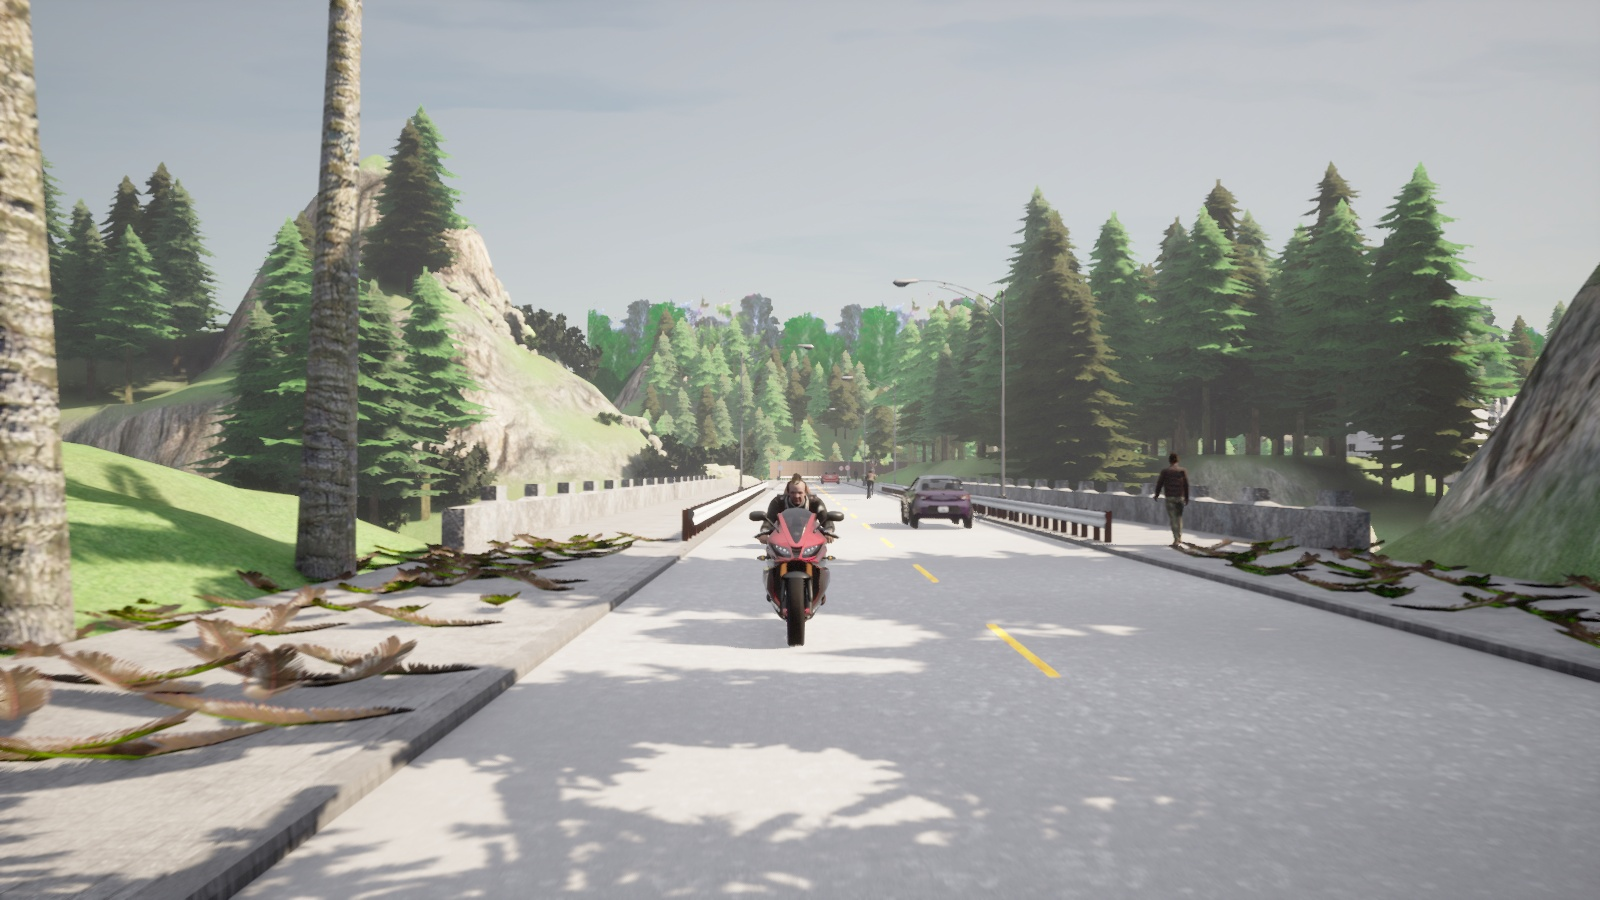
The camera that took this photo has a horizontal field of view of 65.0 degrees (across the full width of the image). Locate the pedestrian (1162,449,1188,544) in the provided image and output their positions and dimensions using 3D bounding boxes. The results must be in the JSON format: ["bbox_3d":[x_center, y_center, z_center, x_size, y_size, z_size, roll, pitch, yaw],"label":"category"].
[{"bbox_3d":[7.413,0.908,24.843,0.431,1.840,0.703,0,-1,13],"label":"pedestrian"}]

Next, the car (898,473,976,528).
[{"bbox_3d":[3.922,1.425,36.585,1.816,1.474,4.193,0,-1,0],"label":"car"}]

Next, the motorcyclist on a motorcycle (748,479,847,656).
[{"bbox_3d":[-0.025,1.052,12.069,0.866,1.530,2.191,0,-1,0],"label":"motorcyclist on a motorcycle"}]
